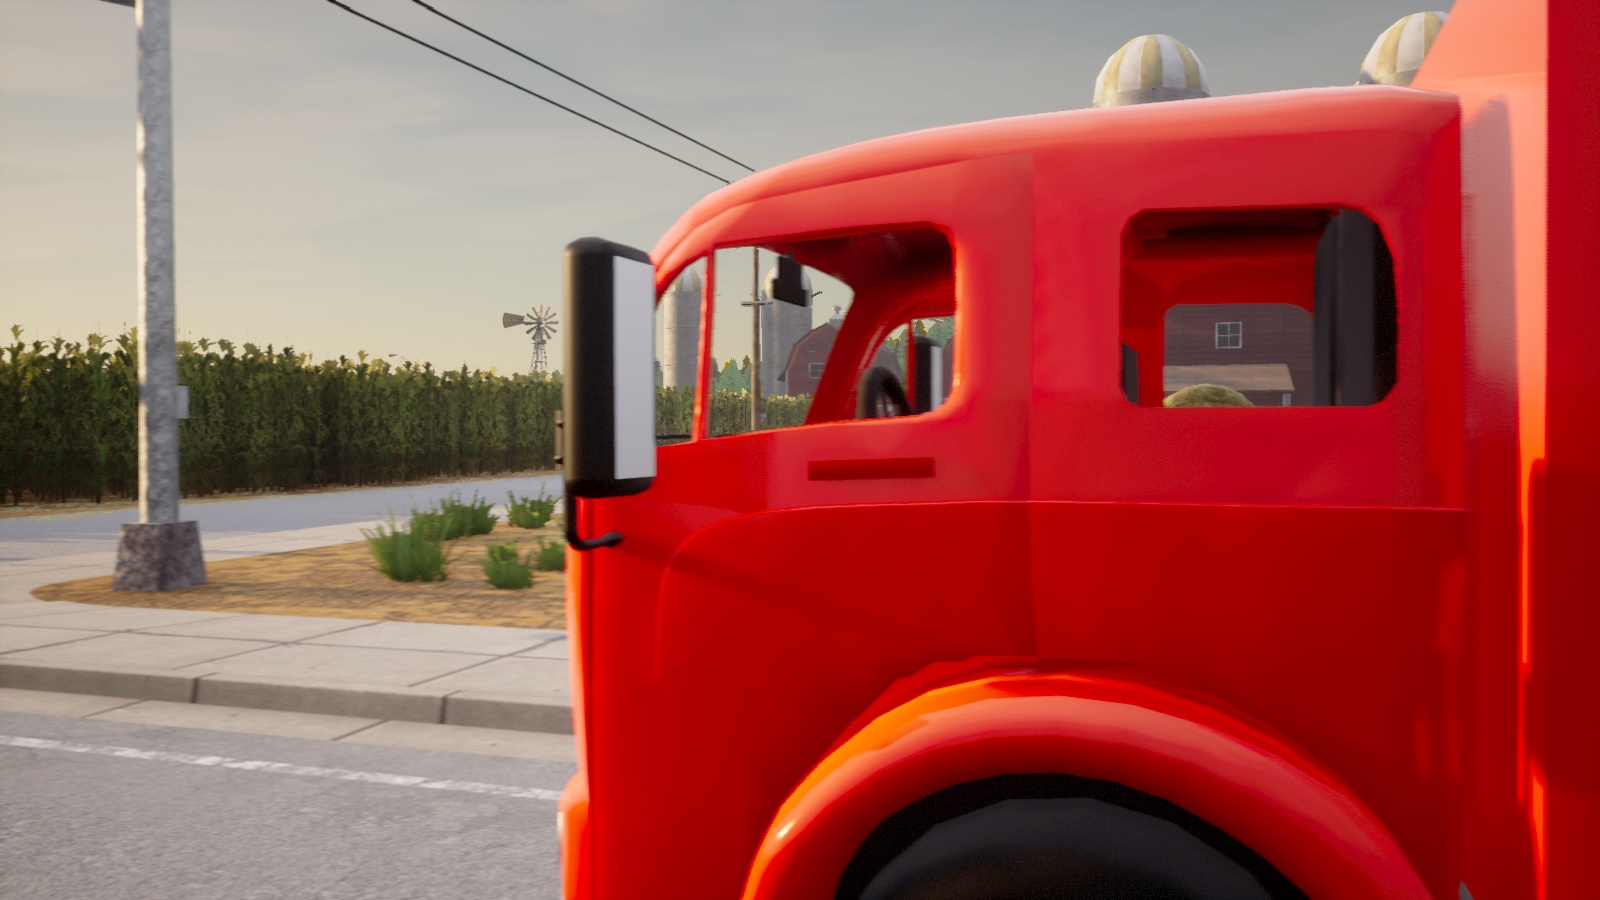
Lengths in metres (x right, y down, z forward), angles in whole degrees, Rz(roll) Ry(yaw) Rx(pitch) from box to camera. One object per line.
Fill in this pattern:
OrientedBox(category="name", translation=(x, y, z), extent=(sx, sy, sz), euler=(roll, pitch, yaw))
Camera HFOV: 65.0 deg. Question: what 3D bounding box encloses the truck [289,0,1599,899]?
OrientedBox(category="truck", translation=(2.038, 0.307, 2.505), extent=(5.204, 2.467, 2.627), euler=(1, 1, 19))
